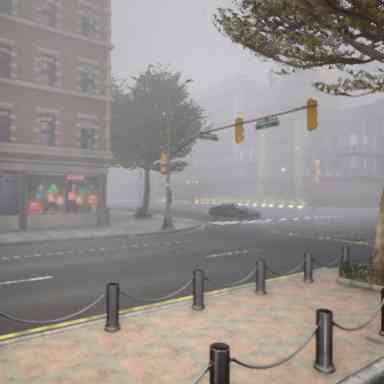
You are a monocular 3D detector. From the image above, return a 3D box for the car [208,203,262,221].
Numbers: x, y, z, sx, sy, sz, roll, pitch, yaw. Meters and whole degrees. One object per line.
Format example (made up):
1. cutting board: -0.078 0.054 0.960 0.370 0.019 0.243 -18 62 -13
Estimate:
1. car: 3.683 1.707 29.605 2.033 1.411 5.357 1 0 -36
